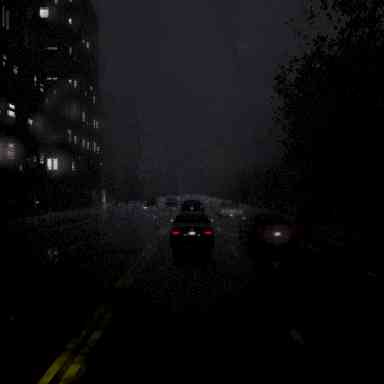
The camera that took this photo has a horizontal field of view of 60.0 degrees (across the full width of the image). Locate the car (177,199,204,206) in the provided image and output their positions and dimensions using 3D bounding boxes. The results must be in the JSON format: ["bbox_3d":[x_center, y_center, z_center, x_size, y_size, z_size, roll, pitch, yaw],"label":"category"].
[{"bbox_3d":[0.000,1.366,29.620,2.097,1.767,4.553,0,0,0],"label":"car"}]

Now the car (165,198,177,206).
[{"bbox_3d":[-3.250,1.615,53.651,2.033,1.411,5.357,0,0,0],"label":"car"}]

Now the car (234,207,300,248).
[{"bbox_3d":[3.250,1.570,14.650,1.994,1.385,4.181,0,0,0],"label":"car"}]

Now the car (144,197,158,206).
[{"bbox_3d":[-6.500,1.573,53.651,1.837,1.490,4.892,0,0,0],"label":"car"}]

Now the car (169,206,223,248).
[{"bbox_3d":[0.000,1.561,14.650,2.033,1.411,5.357,0,0,0],"label":"car"}]

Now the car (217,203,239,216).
[{"bbox_3d":[3.250,1.616,29.680,1.895,1.301,4.718,0,0,0],"label":"car"}]
